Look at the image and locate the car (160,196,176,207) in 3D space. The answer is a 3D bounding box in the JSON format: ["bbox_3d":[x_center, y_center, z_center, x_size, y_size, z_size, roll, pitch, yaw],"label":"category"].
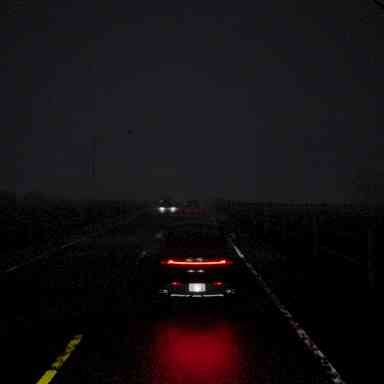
[{"bbox_3d":[-3.557,1.343,49.377,2.097,1.767,4.553,0,0,0],"label":"car"}]

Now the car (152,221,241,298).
[{"bbox_3d":[0.093,1.503,8.510,1.837,1.490,4.892,0,0,0],"label":"car"}]

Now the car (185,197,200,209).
[{"bbox_3d":[0.061,1.484,45.376,2.128,1.511,4.902,0,0,0],"label":"car"}]
